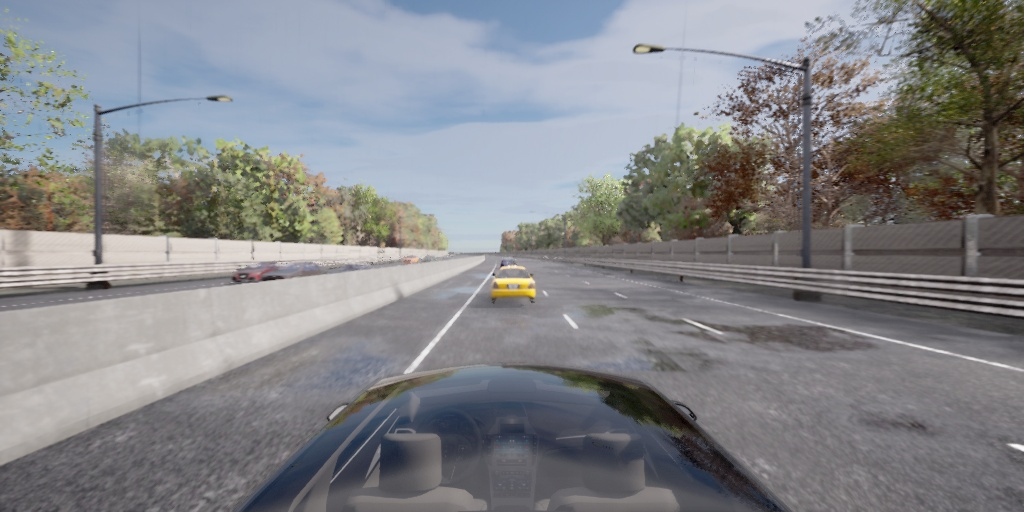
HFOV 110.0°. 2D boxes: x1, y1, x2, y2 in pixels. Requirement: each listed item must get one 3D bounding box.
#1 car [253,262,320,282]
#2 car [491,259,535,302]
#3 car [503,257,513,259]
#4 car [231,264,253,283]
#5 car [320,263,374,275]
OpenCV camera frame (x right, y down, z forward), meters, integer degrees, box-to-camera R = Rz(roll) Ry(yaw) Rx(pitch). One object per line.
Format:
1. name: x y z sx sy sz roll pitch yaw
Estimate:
1. car: -14.247 1.135 23.998 2.033 1.411 5.357 0 0 -1
2. car: 0.031 1.098 15.995 1.801 1.575 5.366 0 0 0
3. car: -0.556 0.896 48.923 2.163 1.488 4.792 0 0 -1
4. car: -17.765 1.141 25.658 1.994 1.385 4.181 0 0 -1
5. car: -10.751 1.183 24.423 1.895 1.301 4.718 0 0 -1
